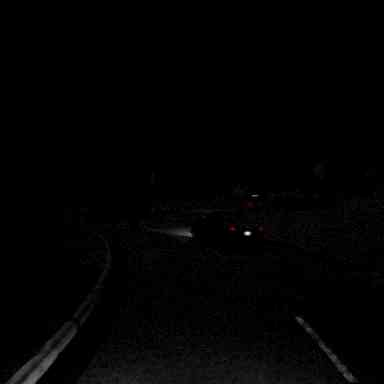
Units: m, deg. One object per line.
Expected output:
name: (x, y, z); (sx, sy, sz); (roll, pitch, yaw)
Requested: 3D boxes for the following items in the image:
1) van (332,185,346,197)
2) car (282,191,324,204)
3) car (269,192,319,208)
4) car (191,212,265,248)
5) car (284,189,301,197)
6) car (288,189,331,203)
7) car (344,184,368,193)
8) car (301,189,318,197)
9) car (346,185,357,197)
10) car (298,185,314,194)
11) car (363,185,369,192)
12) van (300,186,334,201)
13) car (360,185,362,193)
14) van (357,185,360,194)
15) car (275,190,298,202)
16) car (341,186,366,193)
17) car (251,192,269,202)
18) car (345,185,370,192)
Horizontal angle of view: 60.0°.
van: (22.155, 0.130, 54.300); (4.442, 1.987, 1.878); (0, 3, 15)
car: (13.670, 0.978, 41.732); (4.674, 1.452, 2.002); (0, 3, 15)
car: (11.942, 1.055, 39.229); (4.892, 1.521, 2.231); (0, 2, 15)
car: (1.473, 1.576, 14.914); (1.994, 1.385, 4.181); (3, -1, -20)
car: (19.636, 0.168, 65.038); (1.994, 1.385, 4.181); (0, 2, 34)
car: (15.209, 0.819, 44.287); (5.366, 1.575, 1.946); (0, 3, 15)
car: (37.788, -0.817, 76.871); (4.553, 1.767, 2.185); (0, 3, 14)
car: (22.551, 0.145, 63.543); (1.994, 1.385, 4.181); (0, 2, 34)
car: (25.739, -0.129, 59.292); (5.566, 2.045, 2.435); (0, 2, 15)
car: (25.084, -0.573, 72.987); (2.097, 1.767, 4.553); (0, 2, 34)
car: (34.502, -0.464, 71.815); (5.366, 1.575, 1.946); (0, 2, 15)
van: (17.221, 0.479, 46.717); (4.442, 1.987, 1.878); (0, 2, 15)
car: (30.846, -0.353, 66.842); (4.553, 1.767, 2.185); (0, 2, 15)
van: (29.266, -0.337, 64.292); (4.442, 1.987, 1.878); (0, 2, 15)
car: (14.877, 0.587, 52.164); (1.882, 1.535, 5.008); (0, 2, 34)
car: (36.073, -0.548, 74.367); (4.792, 1.488, 2.163); (0, 2, 14)
car: (10.963, 0.691, 52.226); (2.128, 1.511, 4.902); (0, 2, 35)
car: (39.466, -0.806, 79.414); (4.892, 1.521, 2.231); (0, 2, 14)
